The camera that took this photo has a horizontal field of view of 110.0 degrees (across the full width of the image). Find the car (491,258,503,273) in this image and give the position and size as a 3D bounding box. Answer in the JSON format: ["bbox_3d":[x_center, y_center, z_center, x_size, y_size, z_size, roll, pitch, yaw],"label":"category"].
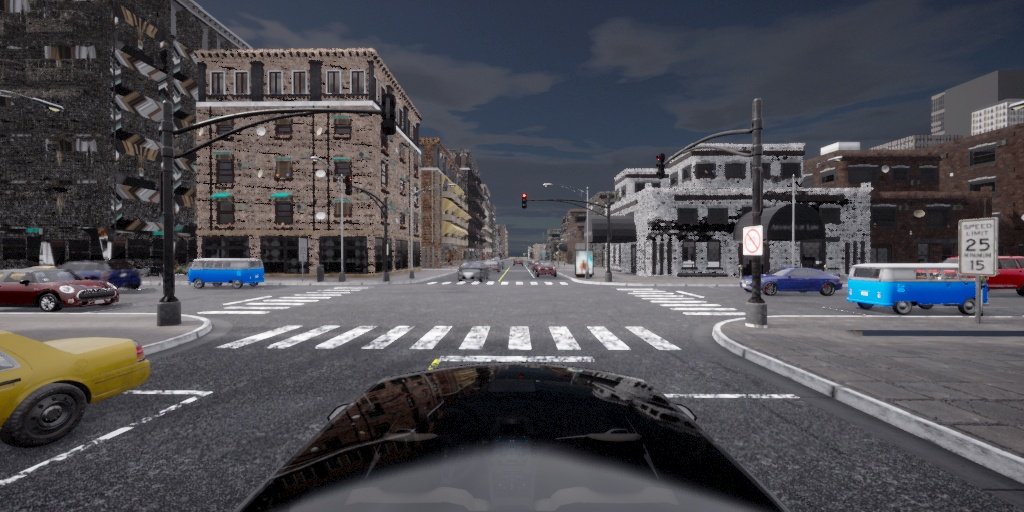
[{"bbox_3d":[-2.394,1.288,42.997,1.812,1.442,4.674,0,0,1],"label":"car"}]

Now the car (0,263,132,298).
[{"bbox_3d":[-17.526,1.190,13.523,4.097,1.591,1.967,0,0,1],"label":"car"}]

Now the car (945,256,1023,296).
[{"bbox_3d":[24.354,1.019,18.900,5.566,2.045,2.150,0,0,0],"label":"car"}]

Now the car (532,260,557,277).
[{"bbox_3d":[3.259,1.195,35.111,1.967,1.591,4.097,0,0,1],"label":"car"}]

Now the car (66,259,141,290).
[{"bbox_3d":[-23.131,1.051,19.392,4.553,1.767,2.097,0,0,0],"label":"car"}]

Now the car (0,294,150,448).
[{"bbox_3d":[-5.680,1.275,2.623,1.751,1.417,4.829,0,0,1],"label":"car"}]

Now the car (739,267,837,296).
[{"bbox_3d":[14.691,1.298,18.993,4.674,1.442,1.812,0,0,2],"label":"car"}]

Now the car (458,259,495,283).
[{"bbox_3d":[-2.933,1.239,28.325,2.128,1.511,4.902,0,0,6],"label":"car"}]

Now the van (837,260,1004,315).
[{"bbox_3d":[14.851,1.156,13.208,3.998,1.789,1.690,0,0,1],"label":"van"}]

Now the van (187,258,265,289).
[{"bbox_3d":[-17.426,1.030,21.903,3.998,1.789,1.690,0,0,1],"label":"van"}]

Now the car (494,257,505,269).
[{"bbox_3d":[-2.168,1.266,55.447,2.128,1.511,4.902,0,0,1],"label":"car"}]

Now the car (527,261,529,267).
[{"bbox_3d":[3.552,1.321,52.199,2.007,1.370,4.403,0,0,1],"label":"car"}]

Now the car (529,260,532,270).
[{"bbox_3d":[3.454,1.347,46.503,1.802,1.307,4.207,0,0,1],"label":"car"}]
